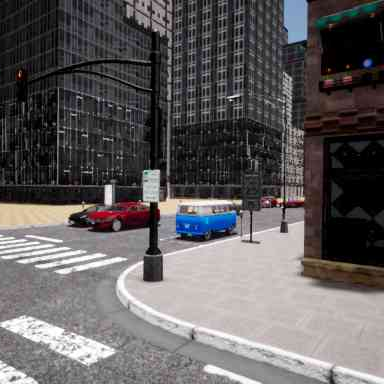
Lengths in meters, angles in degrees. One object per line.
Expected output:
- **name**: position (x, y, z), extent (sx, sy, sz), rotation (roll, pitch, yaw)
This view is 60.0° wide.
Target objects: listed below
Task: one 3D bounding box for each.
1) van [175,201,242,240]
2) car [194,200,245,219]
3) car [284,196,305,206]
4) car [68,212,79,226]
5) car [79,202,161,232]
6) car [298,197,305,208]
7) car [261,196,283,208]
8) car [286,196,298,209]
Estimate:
- **van**: position (0.844, 1.368, 17.027), extent (1.690, 1.788, 3.998), rotation (1, 1, 35)
- **car**: position (2.535, 1.467, 29.374), extent (2.033, 1.411, 5.357), rotation (1, 1, 35)
- **car**: position (16.413, 1.364, 53.286), extent (1.752, 1.417, 4.829), rotation (1, 1, 36)
- **car**: position (-5.980, 1.467, 21.897), extent (1.947, 1.339, 4.313), rotation (1, 1, 35)
- **car**: position (-3.993, 1.418, 20.215), extent (1.882, 1.535, 5.008), rotation (1, 1, 34)
- **car**: position (15.626, 1.429, 42.313), extent (2.128, 1.511, 4.902), rotation (1, 1, 36)
- **car**: position (10.086, 1.293, 44.415), extent (1.967, 1.590, 4.097), rotation (1, 1, 35)
- **car**: position (13.111, 1.492, 44.112), extent (1.895, 1.301, 4.718), rotation (1, 1, 36)
